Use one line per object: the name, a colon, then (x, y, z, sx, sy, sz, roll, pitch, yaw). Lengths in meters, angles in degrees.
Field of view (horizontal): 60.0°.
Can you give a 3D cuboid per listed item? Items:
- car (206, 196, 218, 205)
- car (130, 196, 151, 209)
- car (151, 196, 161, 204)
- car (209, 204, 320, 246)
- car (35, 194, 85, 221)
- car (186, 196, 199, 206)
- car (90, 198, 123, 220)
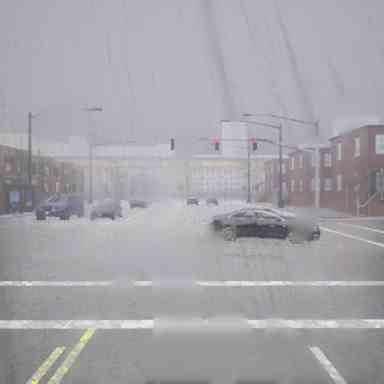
car: (3.481, 1.505, 58.461, 1.837, 1.490, 4.892, 0, 0, 0)
car: (-7.112, 1.600, 44.858, 1.895, 1.301, 4.718, 0, 0, 0)
car: (-7.021, 1.561, 63.637, 1.812, 1.442, 4.674, 0, 0, 0)
car: (3.203, 1.492, 15.125, 4.902, 1.511, 2.128, 0, 0, 17)
car: (-10.743, 1.221, 27.606, 2.150, 2.045, 5.566, 0, 0, 2)
car: (0.085, 1.478, 56.346, 1.882, 1.535, 5.008, 0, 0, 0)
car: (-7.050, 1.504, 27.756, 1.837, 1.490, 4.892, 0, 0, -1)
